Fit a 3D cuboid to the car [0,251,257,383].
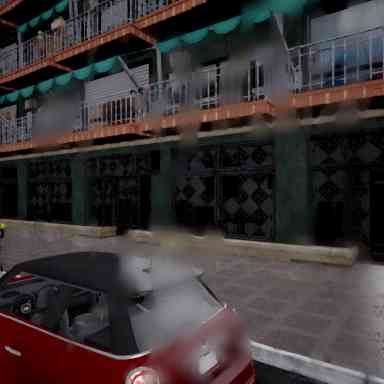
[{"bbox_3d":[-1.442,1.440,3.899,4.097,1.590,1.967,0,0,35],"label":"car"}]
